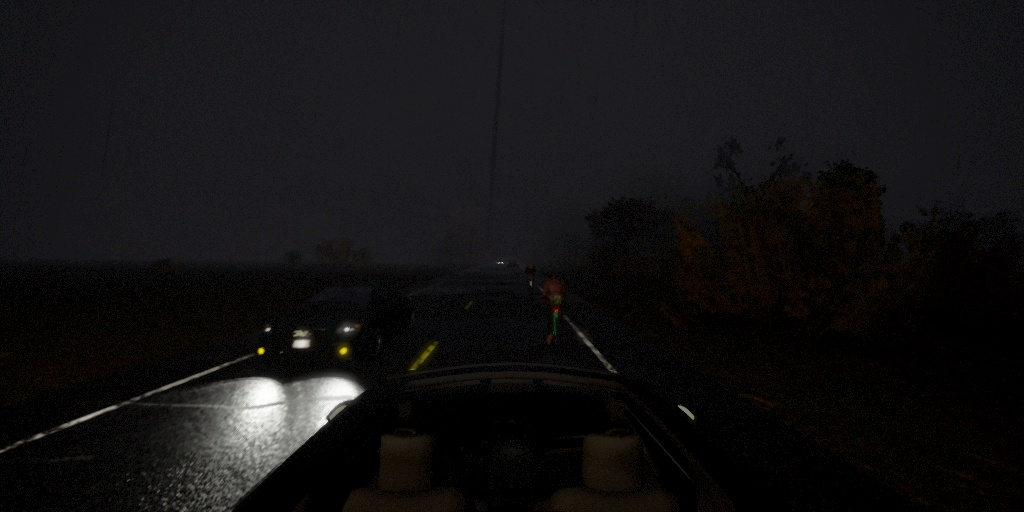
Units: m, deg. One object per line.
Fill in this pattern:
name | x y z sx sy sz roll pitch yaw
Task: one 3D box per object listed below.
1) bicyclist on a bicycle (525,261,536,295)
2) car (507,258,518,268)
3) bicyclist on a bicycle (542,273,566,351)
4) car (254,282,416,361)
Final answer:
bicyclist on a bicycle | 0.962 1.120 18.616 0.659 1.776 1.843 0 0 0
car | 0.099 1.312 61.974 1.994 1.385 4.181 0 0 0
bicyclist on a bicycle | 0.962 1.203 8.043 0.582 1.620 1.656 0 0 0
car | -3.601 1.314 8.126 1.994 1.385 4.181 0 0 0
